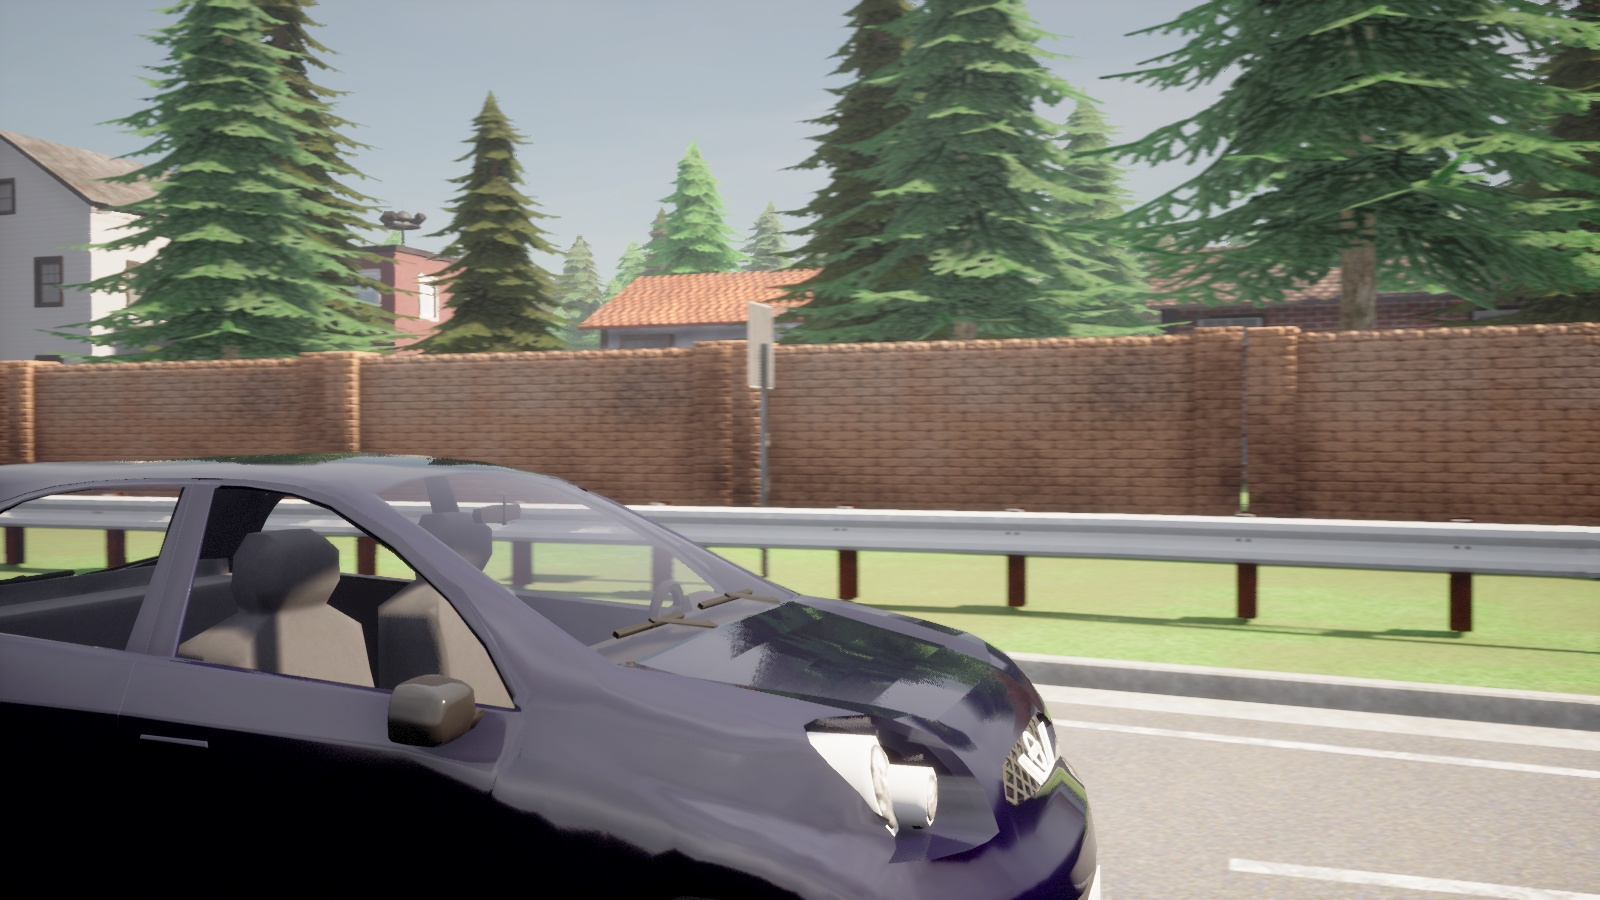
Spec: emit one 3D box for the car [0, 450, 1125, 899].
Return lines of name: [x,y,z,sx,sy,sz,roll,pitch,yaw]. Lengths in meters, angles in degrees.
car: [-1.030,0.780,3.540,3.633,1.501,1.845,1,1,19]
